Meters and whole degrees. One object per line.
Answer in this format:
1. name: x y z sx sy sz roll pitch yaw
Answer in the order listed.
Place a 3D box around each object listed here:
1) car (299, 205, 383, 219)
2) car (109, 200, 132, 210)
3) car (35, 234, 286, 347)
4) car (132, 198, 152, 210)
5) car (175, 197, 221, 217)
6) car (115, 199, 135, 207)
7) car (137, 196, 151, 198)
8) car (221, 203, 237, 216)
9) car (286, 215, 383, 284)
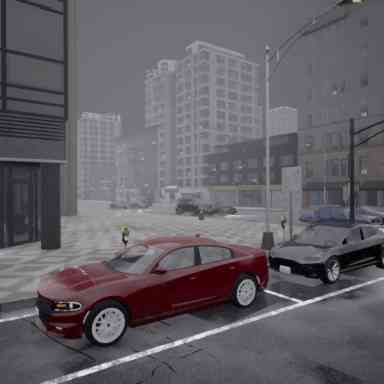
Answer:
1. car: 10.076 1.731 22.969 2.033 1.411 5.357 0 -1 -35
2. car: -12.120 2.166 54.489 1.837 1.490 4.892 0 -1 -35
3. car: -0.496 1.544 6.299 4.507 1.381 1.887 0 0 -35
4. car: -8.727 2.129 55.301 1.837 1.490 4.892 0 -1 -35
5. car: 0.295 1.623 36.783 2.150 2.045 5.566 0 -1 -35
6. car: -13.858 2.283 68.377 2.033 1.411 5.357 0 0 -35
7. car: -10.320 1.926 68.998 2.150 2.045 5.566 0 0 -35
8. car: 3.273 1.940 38.210 1.994 1.385 4.181 0 0 -35
9. car: 4.099 1.564 9.576 4.313 1.339 1.947 0 0 -35
